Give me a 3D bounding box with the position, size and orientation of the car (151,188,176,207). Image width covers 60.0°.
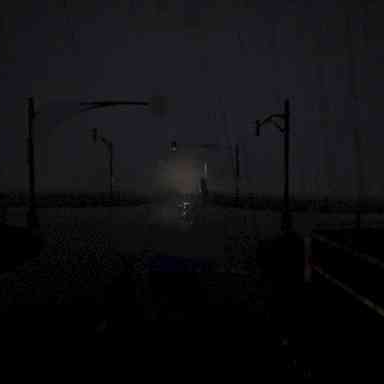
[{"bbox_3d":[-3.059,0.679,33.853,2.128,1.511,4.902,0,2,0],"label":"car"}]

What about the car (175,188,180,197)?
[{"bbox_3d":[-3.175,0.038,59.781,1.812,1.442,4.674,0,2,0],"label":"car"}]
